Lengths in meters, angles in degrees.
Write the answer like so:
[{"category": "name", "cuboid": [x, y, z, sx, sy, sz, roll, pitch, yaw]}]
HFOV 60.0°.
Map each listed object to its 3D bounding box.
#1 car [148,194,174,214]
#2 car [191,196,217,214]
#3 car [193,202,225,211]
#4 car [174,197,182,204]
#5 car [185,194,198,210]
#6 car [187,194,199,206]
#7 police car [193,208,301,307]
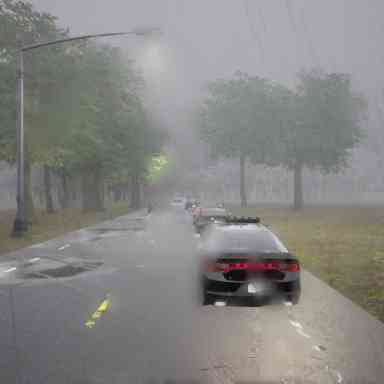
[{"category": "car", "cuboid": [-3.486, 1.275, 36.416, 2.150, 2.045, 5.566, 0, 0, 0]}, {"category": "car", "cuboid": [1.125, 1.356, 24.047, 2.097, 1.767, 4.553, 0, 0, 0]}, {"category": "car", "cuboid": [1.107, 1.503, 18.075, 1.837, 1.490, 4.892, 0, 0, 0]}, {"category": "car", "cuboid": [-3.260, 1.874, 76.379, 1.882, 1.535, 5.008, 0, -1, 0]}, {"category": "car", "cuboid": [0.188, 1.471, 45.534, 2.097, 1.767, 4.553, 0, 0, 1]}, {"category": "car", "cuboid": [0.187, 1.463, 59.521, 2.150, 2.045, 5.566, 0, -1, 0]}, {"category": "police car", "cuboid": [1.076, 1.423, 8.184, 1.930, 1.638, 5.238, 0, 0, 0]}]
